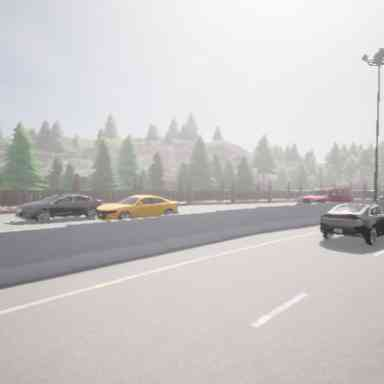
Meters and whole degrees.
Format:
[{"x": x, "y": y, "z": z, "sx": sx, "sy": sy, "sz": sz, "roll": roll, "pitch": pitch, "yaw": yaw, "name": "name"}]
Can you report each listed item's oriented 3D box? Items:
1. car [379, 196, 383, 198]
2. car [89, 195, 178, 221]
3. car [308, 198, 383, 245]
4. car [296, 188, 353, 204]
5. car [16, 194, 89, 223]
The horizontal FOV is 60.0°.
[{"x": 27.074, "y": 0.779, "z": 44.305, "sx": 4.892, "sy": 1.490, "sz": 1.837, "roll": 1, "pitch": 1, "yaw": -24, "name": "car"}, {"x": -2.986, "y": 0.921, "z": 18.998, "sx": 1.882, "sy": 1.535, "sz": 5.008, "roll": 2, "pitch": 2, "yaw": 44, "name": "car"}, {"x": 7.160, "y": 1.211, "z": 14.044, "sx": 4.902, "sy": 1.511, "sz": 2.128, "roll": -1, "pitch": 2, "yaw": -45, "name": "car"}, {"x": 10.664, "y": 0.678, "z": 26.498, "sx": 5.566, "sy": 2.045, "sz": 2.150, "roll": 0, "pitch": 2, "yaw": -37, "name": "car"}, {"x": -7.503, "y": 0.857, "z": 19.301, "sx": 2.128, "sy": 1.511, "sz": 4.902, "roll": 2, "pitch": 2, "yaw": 43, "name": "car"}]
